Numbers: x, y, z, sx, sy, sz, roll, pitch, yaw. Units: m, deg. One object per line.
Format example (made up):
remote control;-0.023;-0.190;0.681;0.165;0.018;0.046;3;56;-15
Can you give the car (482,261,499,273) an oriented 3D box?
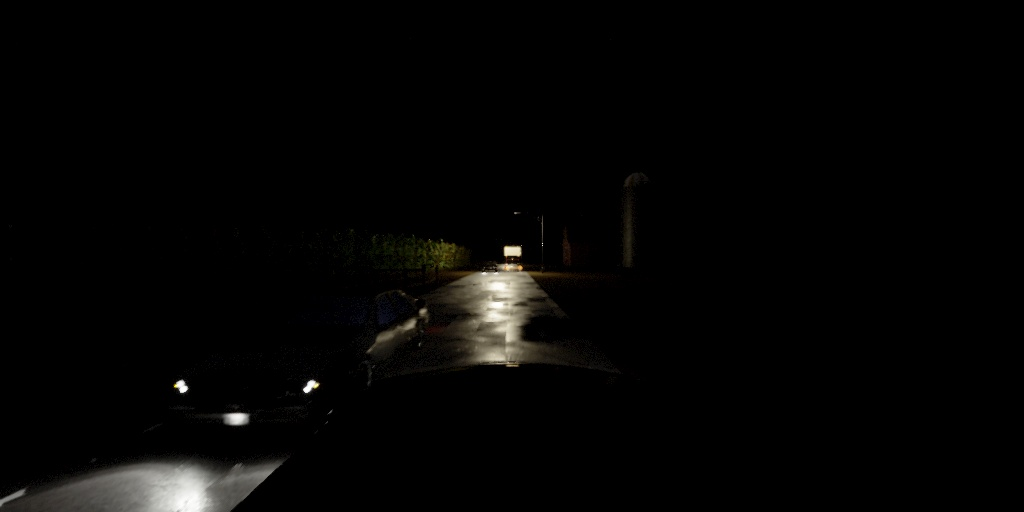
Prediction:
car;-2.828;1.419;47.735;1.837;1.490;4.892;0;0;0

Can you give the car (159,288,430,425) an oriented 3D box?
car;-2.848;1.300;6.366;2.033;1.411;5.357;0;0;0

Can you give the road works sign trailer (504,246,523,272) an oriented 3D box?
road works sign trailer;0.055;0.398;50.308;2.380;3.560;2.880;0;0;-10
